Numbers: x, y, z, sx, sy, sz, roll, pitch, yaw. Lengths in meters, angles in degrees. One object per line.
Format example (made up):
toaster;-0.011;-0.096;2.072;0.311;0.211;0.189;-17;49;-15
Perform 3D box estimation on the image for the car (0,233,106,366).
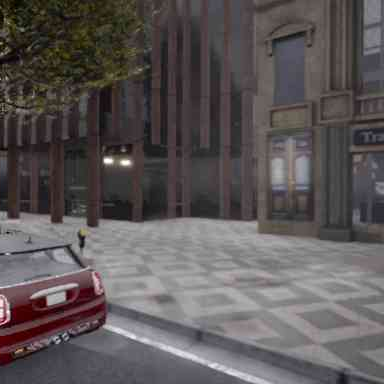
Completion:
car;-3.352;1.402;5.471;4.097;1.590;1.967;0;0;35
